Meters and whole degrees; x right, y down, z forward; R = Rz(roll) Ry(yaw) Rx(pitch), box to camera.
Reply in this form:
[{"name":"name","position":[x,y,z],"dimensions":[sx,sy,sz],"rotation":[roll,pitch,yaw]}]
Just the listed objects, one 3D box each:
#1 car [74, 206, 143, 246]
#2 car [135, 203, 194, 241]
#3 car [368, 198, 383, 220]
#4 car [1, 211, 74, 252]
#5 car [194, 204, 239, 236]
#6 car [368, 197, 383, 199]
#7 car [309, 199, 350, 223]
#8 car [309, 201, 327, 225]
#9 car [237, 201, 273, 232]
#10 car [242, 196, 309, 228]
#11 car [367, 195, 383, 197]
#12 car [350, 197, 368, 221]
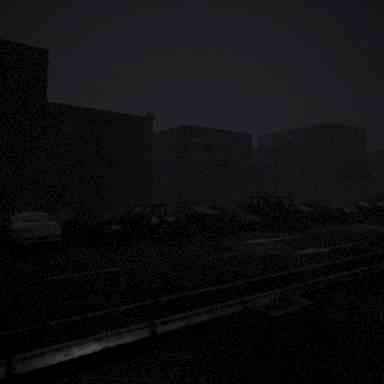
[{"name":"car","position":[-4.513,1.508,15.638],"dimensions":[2.163,1.488,4.792],"rotation":[0,0,-36]},{"name":"car","position":[-2.236,1.358,17.193],"dimensions":[2.185,1.767,4.553],"rotation":[0,0,-36]},{"name":"car","position":[13.443,1.545,28.449],"dimensions":[2.097,1.535,5.008],"rotation":[0,0,-36]},{"name":"car","position":[-6.766,1.516,13.985],"dimensions":[2.002,1.452,4.674],"rotation":[0,0,-36]},{"name":"car","position":[-0.009,1.489,18.819],"dimensions":[2.097,1.535,5.008],"rotation":[0,0,-36]},{"name":"car","position":[18.030,1.573,31.511],"dimensions":[1.946,1.575,5.366],"rotation":[0,0,-36]},{"name":"car","position":[8.939,1.554,25.266],"dimensions":[2.163,1.488,4.792],"rotation":[0,0,-36]},{"name":"car","position":[6.715,1.554,23.636],"dimensions":[2.002,1.452,4.674],"rotation":[0,0,-36]},{"name":"car","position":[2.246,1.526,20.403],"dimensions":[2.163,1.488,4.792],"rotation":[0,0,-36]},{"name":"car","position":[4.456,1.254,22.056],"dimensions":[2.435,2.045,5.566],"rotation":[0,0,-36]},{"name":"car","position":[20.179,1.351,33.242],"dimensions":[2.435,2.045,5.566],"rotation":[1,0,-36]},{"name":"car","position":[11.180,1.409,26.873],"dimensions":[2.185,1.767,4.553],"rotation":[0,0,-36]}]
